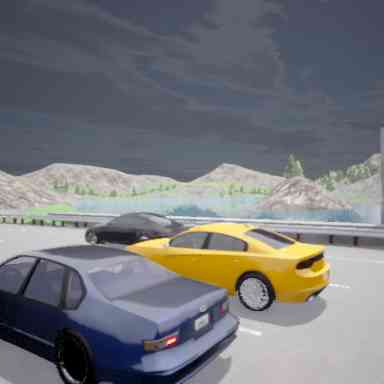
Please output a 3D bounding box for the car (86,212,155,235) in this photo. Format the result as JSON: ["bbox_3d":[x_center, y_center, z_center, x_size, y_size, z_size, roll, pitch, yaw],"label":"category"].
[{"bbox_3d":[-2.395,1.570,13.849,4.674,1.442,1.812,-1,0,32],"label":"car"}]

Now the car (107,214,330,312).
[{"bbox_3d":[0.502,1.483,7.777,5.008,1.535,1.882,-1,0,34],"label":"car"}]

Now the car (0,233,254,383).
[{"bbox_3d":[-1.971,1.574,5.265,5.357,1.411,2.033,-1,0,34],"label":"car"}]
